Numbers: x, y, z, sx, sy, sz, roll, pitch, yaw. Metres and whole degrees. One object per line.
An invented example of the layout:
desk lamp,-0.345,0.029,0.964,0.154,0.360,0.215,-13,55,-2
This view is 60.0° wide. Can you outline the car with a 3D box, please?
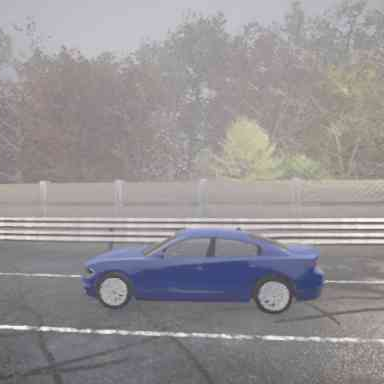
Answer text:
car,0.175,1.534,7.216,5.008,1.535,1.882,0,0,5
